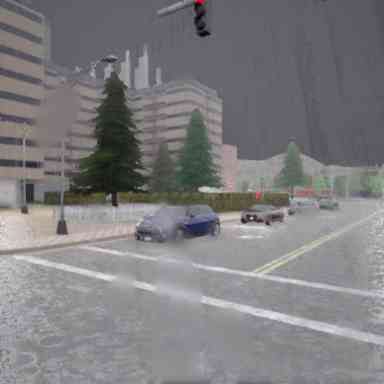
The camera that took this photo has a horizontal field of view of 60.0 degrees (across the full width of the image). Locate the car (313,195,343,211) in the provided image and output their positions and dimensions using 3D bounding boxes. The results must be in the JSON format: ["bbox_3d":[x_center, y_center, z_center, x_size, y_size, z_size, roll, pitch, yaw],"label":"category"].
[{"bbox_3d":[16.550,1.514,40.542,1.837,1.490,4.892,0,0,35],"label":"car"}]

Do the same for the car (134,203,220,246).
[{"bbox_3d":[-0.549,1.315,15.300,2.097,1.767,4.553,0,0,34],"label":"car"}]

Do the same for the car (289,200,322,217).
[{"bbox_3d":[10.695,1.594,31.944,1.895,1.301,4.718,0,0,34],"label":"car"}]

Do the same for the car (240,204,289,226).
[{"bbox_3d":[5.011,1.542,23.548,1.994,1.385,4.181,0,0,34],"label":"car"}]
